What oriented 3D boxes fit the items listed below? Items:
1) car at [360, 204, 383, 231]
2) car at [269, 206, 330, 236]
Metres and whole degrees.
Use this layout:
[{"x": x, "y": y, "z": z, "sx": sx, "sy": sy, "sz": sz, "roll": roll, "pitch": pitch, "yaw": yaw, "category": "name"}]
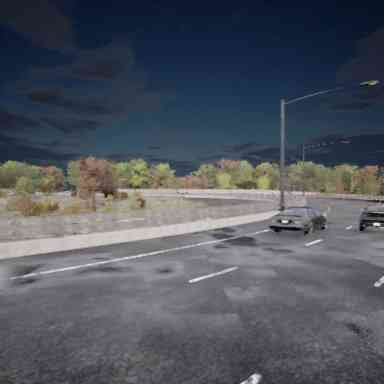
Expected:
[{"x": 11.144, "y": 1.462, "z": 19.564, "sx": 1.837, "sy": 1.490, "sz": 4.892, "roll": 1, "pitch": 0, "yaw": 35, "category": "car"}, {"x": 6.053, "y": 1.498, "z": 18.355, "sx": 2.033, "sy": 1.411, "sz": 5.357, "roll": 0, "pitch": 0, "yaw": 36, "category": "car"}]
